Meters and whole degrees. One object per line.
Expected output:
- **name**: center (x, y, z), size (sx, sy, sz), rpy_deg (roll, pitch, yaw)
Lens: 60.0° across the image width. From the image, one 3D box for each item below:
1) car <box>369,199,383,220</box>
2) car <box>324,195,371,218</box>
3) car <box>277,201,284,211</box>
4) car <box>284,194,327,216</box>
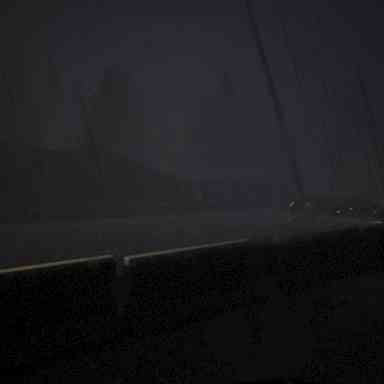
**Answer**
- **car**: center (14.467, 1.237, 22.918), size (4.181, 1.385, 1.994), rpy_deg (-1, 1, -35)
- **car**: center (12.799, 1.170, 26.027), size (4.892, 1.490, 1.837), rpy_deg (-1, 1, -35)
- **car**: center (10.398, 1.153, 32.911), size (4.674, 1.442, 1.812), rpy_deg (-1, 1, -35)
- **car**: center (10.452, 1.024, 28.651), size (4.553, 1.767, 2.097), rpy_deg (-1, 1, -35)
